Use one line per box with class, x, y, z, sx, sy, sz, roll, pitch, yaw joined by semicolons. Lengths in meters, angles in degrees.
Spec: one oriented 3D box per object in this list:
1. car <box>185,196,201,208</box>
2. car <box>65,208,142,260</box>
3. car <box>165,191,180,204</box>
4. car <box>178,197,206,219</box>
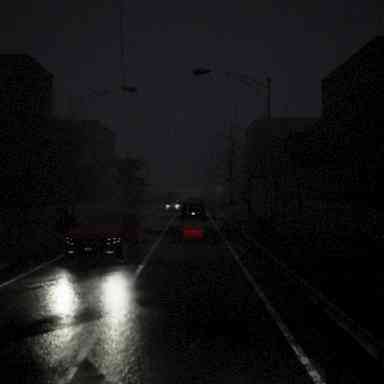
car;0.092;1.266;43.012;1.994;1.385;4.181;0;0;0
car;-3.103;1.427;12.465;1.882;1.535;5.008;0;0;0
car;-3.080;0.830;53.994;2.150;2.045;5.566;0;0;0
car;0.095;1.342;26.970;1.837;1.490;4.892;0;0;0
